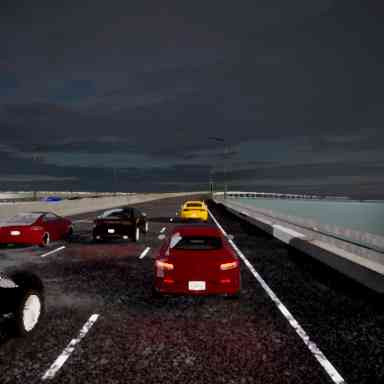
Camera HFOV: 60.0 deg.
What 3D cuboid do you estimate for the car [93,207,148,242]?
[{"bbox_3d":[-3.377,1.480,16.396,1.882,1.535,5.008,0,0,0],"label":"car"}]

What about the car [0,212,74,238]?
[{"bbox_3d":[-6.882,1.566,14.958,1.994,1.385,4.181,0,0,0],"label":"car"}]

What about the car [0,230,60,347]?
[{"bbox_3d":[-3.397,1.506,3.706,1.837,1.490,4.892,0,0,0],"label":"car"}]

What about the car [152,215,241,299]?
[{"bbox_3d":[0.102,1.527,8.314,1.812,1.442,4.674,0,0,0],"label":"car"}]

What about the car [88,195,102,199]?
[{"bbox_3d":[-17.004,1.374,58.345,2.097,1.767,4.553,0,0,1],"label":"car"}]

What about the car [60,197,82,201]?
[{"bbox_3d":[-20.524,1.520,57.618,1.812,1.442,4.674,0,0,1],"label":"car"}]

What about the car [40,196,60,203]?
[{"bbox_3d":[-24.049,1.474,56.729,1.882,1.535,5.008,0,0,1],"label":"car"}]

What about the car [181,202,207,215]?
[{"bbox_3d":[0.175,1.480,25.890,1.882,1.535,5.008,0,0,0],"label":"car"}]
